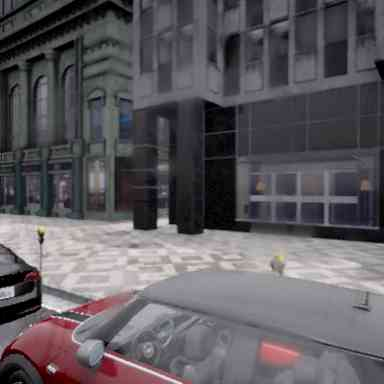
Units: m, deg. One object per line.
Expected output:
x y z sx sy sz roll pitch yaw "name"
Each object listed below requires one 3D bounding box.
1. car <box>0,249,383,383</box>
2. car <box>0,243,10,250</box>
0.068 1.439 2.911 4.097 1.590 1.967 0 0 36 "car"
-4.519 1.558 6.187 4.313 1.339 1.947 0 0 36 "car"
